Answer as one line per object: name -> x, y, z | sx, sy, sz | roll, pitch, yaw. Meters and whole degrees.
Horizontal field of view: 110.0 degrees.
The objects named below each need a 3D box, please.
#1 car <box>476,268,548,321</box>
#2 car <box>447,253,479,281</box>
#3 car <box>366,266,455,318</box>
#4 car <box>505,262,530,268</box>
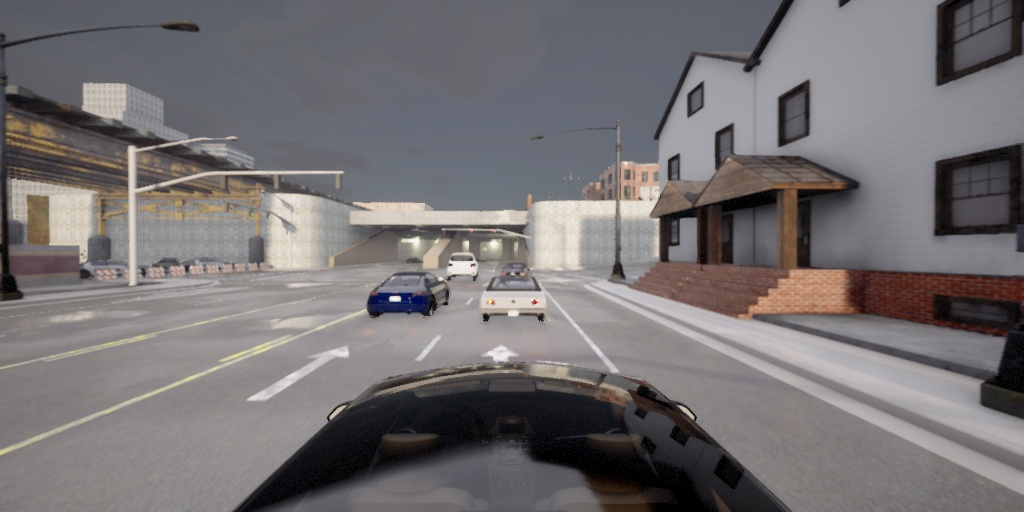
car -> 0.060, 1.263, 11.955 | 1.895, 1.301, 4.718 | 0, 0, 1
car -> -3.781, 0.764, 27.802 | 2.150, 2.045, 5.566 | 0, 1, -5
car -> -3.437, 1.219, 12.605 | 1.994, 1.385, 4.181 | 0, 0, 0
car -> 0.392, 1.136, 25.246 | 2.033, 1.411, 5.357 | 0, 1, 7
